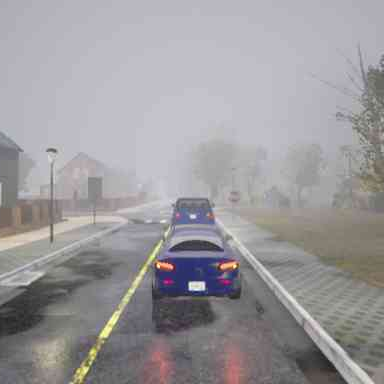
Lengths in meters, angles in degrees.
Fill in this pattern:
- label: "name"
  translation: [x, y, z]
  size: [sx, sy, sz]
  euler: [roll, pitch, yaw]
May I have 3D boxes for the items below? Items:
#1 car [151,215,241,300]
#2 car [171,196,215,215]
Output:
- label: "car"
  translation: [0.087, 1.523, 8.274]
  size: [1.812, 1.442, 4.674]
  euler: [0, 0, 0]
- label: "car"
  translation: [0.061, 1.222, 17.829]
  size: [2.150, 2.045, 5.566]
  euler: [0, 0, 0]
